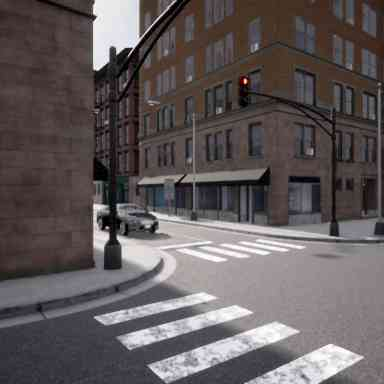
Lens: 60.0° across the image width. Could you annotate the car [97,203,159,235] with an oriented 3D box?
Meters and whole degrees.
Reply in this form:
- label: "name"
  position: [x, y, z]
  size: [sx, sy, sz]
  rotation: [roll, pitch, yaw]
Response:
- label: "car"
  position: [-3.618, 1.395, 18.157]
  size: [2.128, 1.511, 4.902]
  rotation: [0, 0, -37]
